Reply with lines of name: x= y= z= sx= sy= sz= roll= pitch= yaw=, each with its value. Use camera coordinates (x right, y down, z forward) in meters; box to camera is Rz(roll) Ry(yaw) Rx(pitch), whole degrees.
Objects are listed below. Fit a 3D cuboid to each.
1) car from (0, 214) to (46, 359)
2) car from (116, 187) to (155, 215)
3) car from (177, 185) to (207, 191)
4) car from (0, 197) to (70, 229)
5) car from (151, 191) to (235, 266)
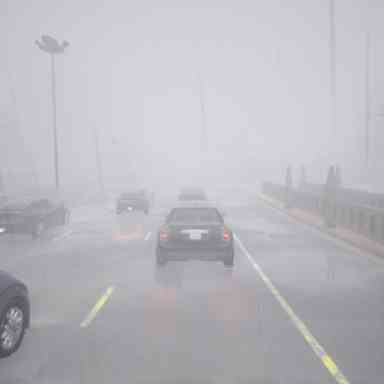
car: x=-3.401 y=1.316 z=2.993 sx=2.097 sy=1.767 sz=4.553 roll=0 pitch=1 yaw=0
car: x=-3.469 y=0.473 z=20.915 sx=1.837 sy=1.490 sz=4.892 roll=0 pitch=5 yaw=0
car: x=0.021 y=0.275 z=22.958 sx=1.882 sy=1.535 sz=5.008 roll=0 pitch=5 yaw=0
car: x=-6.938 y=0.982 z=14.524 sx=1.837 sy=1.490 sz=4.892 roll=0 pitch=4 yaw=0
car: x=0.078 y=1.053 z=10.645 sx=2.097 sy=1.767 sz=4.553 roll=0 pitch=3 yaw=0
